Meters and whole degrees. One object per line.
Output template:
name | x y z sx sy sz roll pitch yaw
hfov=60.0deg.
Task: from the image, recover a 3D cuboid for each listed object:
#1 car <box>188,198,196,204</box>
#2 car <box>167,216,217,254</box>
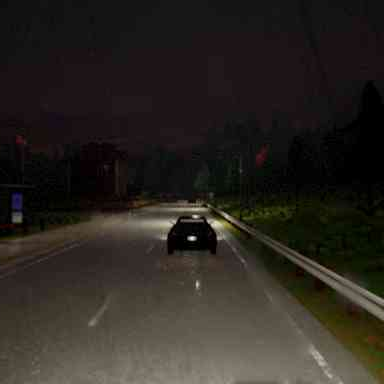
car | -0.011 2.102 76.675 1.837 1.490 4.892 0 -1 0
car | 0.002 1.705 14.279 1.994 1.385 4.181 0 -1 0
